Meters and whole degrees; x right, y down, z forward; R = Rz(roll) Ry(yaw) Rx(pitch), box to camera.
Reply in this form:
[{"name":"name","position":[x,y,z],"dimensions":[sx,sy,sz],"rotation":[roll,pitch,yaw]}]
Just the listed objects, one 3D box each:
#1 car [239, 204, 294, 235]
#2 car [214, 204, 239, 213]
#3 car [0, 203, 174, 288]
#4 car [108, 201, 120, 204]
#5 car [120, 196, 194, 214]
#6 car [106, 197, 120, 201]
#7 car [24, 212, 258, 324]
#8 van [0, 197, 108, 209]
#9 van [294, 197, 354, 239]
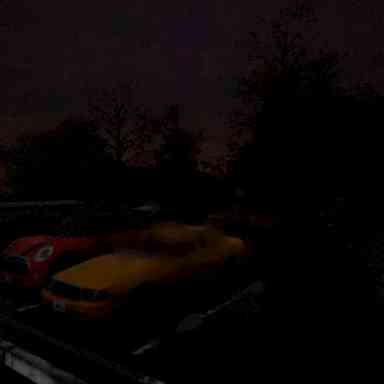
[{"name":"car","position":[4.939,1.496,19.076],"dimensions":[1.946,1.575,5.366],"rotation":[0,0,35]},{"name":"car","position":[2.764,1.516,20.609],"dimensions":[1.946,1.575,5.366],"rotation":[-1,0,35]},{"name":"car","position":[-2.847,1.375,9.366],"dimensions":[2.185,1.767,4.553],"rotation":[0,0,35]},{"name":"car","position":[-4.310,1.630,25.343],"dimensions":[2.231,1.521,4.892],"rotation":[-1,-1,35]},{"name":"car","position":[-2.036,1.331,23.729],"dimensions":[2.435,2.045,5.566],"rotation":[-1,-1,35]},{"name":"car","position":[-6.515,1.425,26.854],"dimensions":[2.435,2.045,5.566],"rotation":[-1,-1,35]},{"name":"car","position":[-0.586,1.483,7.509],"dimensions":[1.946,1.575,5.366],"rotation":[0,0,35]},{"name":"van","position":[-5.282,1.303,11.185],"dimensions":[1.878,1.987,4.442],"rotation":[-1,0,35]},{"name":"van","position":[7.048,1.259,17.221],"dimensions":[1.878,1.987,4.442],"rotation":[0,0,35]}]
